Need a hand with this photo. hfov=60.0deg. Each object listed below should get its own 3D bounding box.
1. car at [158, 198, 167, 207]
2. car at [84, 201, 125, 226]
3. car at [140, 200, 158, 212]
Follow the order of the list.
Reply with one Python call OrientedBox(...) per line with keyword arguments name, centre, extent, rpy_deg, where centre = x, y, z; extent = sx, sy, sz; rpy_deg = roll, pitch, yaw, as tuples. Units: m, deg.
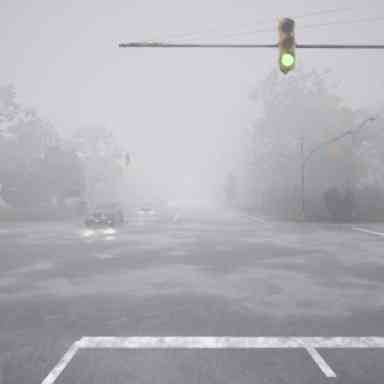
OrientedBox(name="car", centre=(-6.992, 2.383, 77.212), extent=(2.150, 2.045, 5.566), rpy_deg=(0, -1, 0))
OrientedBox(name="car", centre=(-6.997, 1.755, 27.186), extent=(2.150, 2.045, 5.566), rpy_deg=(0, 0, 0))
OrientedBox(name="car", centre=(-6.995, 2.350, 52.416), extent=(1.837, 1.490, 4.892), rpy_deg=(0, 1, 0))
